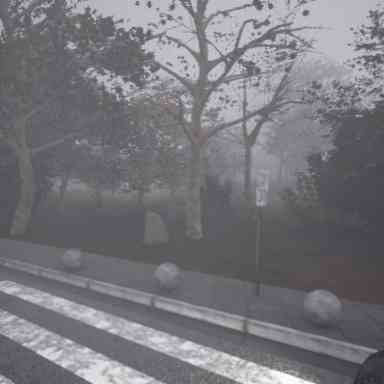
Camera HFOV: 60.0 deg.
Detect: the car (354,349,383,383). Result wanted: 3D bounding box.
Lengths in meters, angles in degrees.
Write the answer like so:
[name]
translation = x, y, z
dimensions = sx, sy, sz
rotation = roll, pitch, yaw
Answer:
[car]
translation = 2.890, 1.571, 1.500
dimensions = 4.181, 1.385, 1.994
rotation = 0, 0, 36
